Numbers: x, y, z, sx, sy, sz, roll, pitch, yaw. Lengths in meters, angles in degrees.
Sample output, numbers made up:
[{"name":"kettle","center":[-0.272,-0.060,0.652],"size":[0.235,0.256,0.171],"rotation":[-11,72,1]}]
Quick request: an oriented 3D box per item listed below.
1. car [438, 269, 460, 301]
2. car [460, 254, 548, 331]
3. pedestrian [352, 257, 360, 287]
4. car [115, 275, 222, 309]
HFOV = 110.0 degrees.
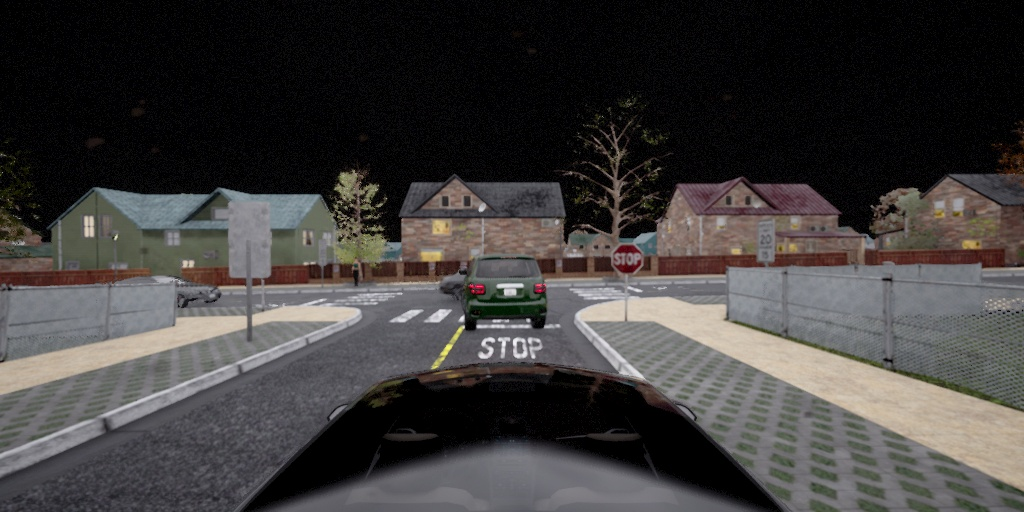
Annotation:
[{"name":"car","center":[-0.989,1.224,16.379],"size":[4.674,1.442,1.812],"rotation":[-1,0,0]},{"name":"car","center":[-0.427,0.963,11.225],"size":[2.150,2.045,5.566],"rotation":[0,0,-8]},{"name":"pedestrian","center":[-9.667,0.982,22.198],"size":[0.375,1.860,0.375],"rotation":[0,2,0]},{"name":"car","center":[-15.996,1.610,16.333],"size":[4.674,1.442,1.812],"rotation":[-1,1,0]}]
